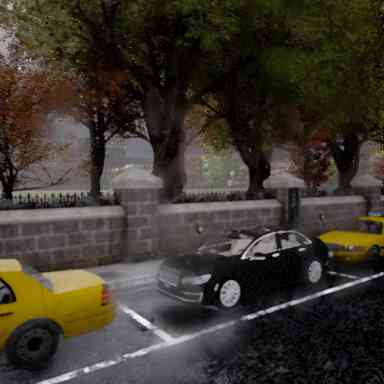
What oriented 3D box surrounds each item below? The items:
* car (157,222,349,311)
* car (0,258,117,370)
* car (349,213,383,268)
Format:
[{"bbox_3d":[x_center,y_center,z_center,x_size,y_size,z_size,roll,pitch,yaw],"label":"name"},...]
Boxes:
[{"bbox_3d":[1.310,1.475,7.496,4.403,1.369,2.008,-1,0,-36],"label":"car"},{"bbox_3d":[-3.412,1.532,4.127,4.829,1.417,1.752,-1,0,-35],"label":"car"},{"bbox_3d":[5.754,1.372,10.667,4.829,1.417,1.752,-1,0,-36],"label":"car"}]
